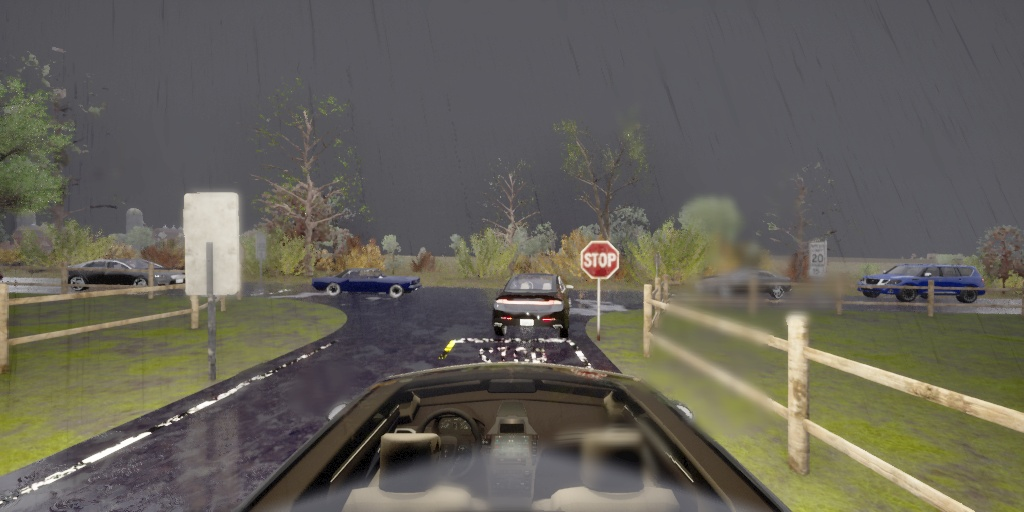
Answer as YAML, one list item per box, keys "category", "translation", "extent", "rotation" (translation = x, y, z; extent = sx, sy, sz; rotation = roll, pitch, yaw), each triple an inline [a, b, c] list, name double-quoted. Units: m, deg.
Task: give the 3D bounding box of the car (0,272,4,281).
- category: "car"
  translation: [-27.784, 0.717, 17.309]
  extent: [4.674, 1.442, 1.812]
  rotation: [1, 1, 0]

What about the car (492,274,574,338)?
- category: "car"
  translation: [0.711, 1.240, 10.235]
  extent: [2.128, 1.511, 4.902]
  rotation: [0, 0, 9]

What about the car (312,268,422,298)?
- category: "car"
  translation: [-6.813, 1.248, 17.272]
  extent: [4.718, 1.301, 1.895]
  rotation: [1, 1, 0]

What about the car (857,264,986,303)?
- category: "car"
  translation: [22.911, 1.467, 20.169]
  extent: [5.566, 2.045, 2.150]
  rotation: [1, 1, 0]

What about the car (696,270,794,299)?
- category: "car"
  translation: [13.015, 1.525, 20.186]
  extent: [4.902, 1.511, 2.128]
  rotation: [1, 1, 0]

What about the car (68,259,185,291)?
- category: "car"
  translation: [-18.481, 0.885, 17.296]
  extent: [4.902, 1.511, 2.128]
  rotation: [1, 1, 0]
